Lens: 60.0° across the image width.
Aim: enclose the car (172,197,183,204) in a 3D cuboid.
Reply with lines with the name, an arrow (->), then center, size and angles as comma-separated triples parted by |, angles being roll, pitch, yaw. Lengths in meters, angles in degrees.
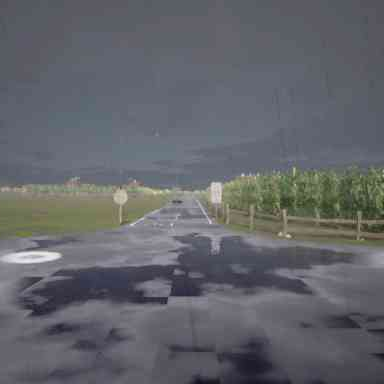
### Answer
car -> -2.751, 1.647, 62.260 | 1.895, 1.301, 4.718 | 0, 0, 0
